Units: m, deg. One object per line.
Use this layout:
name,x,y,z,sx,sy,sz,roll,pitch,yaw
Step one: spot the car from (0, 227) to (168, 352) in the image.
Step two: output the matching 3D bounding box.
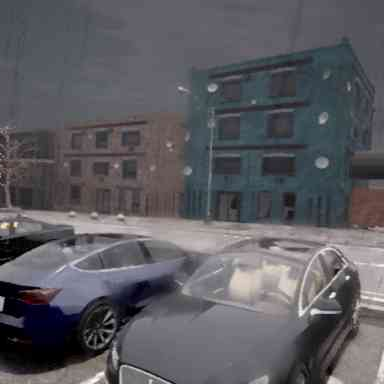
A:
car,-1.212,1.501,6.298,2.163,1.488,4.792,0,0,36

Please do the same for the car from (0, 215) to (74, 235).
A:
car,-5.791,1.467,9.536,2.097,1.535,5.008,0,0,36

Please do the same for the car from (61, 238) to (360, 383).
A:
car,1.051,1.477,4.653,2.231,1.521,4.892,0,0,36
